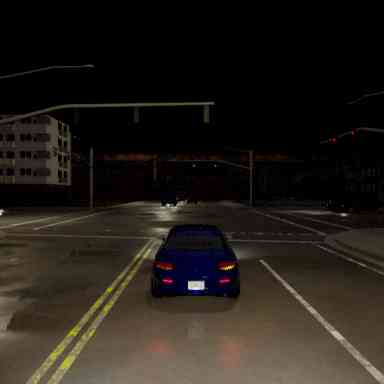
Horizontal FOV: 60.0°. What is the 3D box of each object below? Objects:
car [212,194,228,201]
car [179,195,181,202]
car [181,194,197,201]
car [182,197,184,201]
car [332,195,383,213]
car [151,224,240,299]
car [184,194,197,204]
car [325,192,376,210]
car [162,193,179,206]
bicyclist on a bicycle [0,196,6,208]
[{"bbox_3d":[7.525,1.355,88.256,4.553,1.767,2.097,0,0,-39],"label":"car"},{"bbox_3d":[-3.624,1.526,63.622,1.812,1.442,4.674,0,0,1],"label":"car"},{"bbox_3d":[-0.816,1.355,83.311,2.097,1.767,4.553,0,0,27],"label":"car"},{"bbox_3d":[-3.524,1.355,73.499,2.097,1.767,4.553,0,0,2],"label":"car"},{"bbox_3d":[17.510,1.342,34.087,5.008,1.535,1.882,-1,0,1],"label":"car"},{"bbox_3d":[0.077,1.526,8.324,1.812,1.442,4.674,0,0,0],"label":"car"},{"bbox_3d":[0.017,1.491,64.683,2.128,1.511,4.902,0,0,0],"label":"car"},{"bbox_3d":[18.095,1.082,37.584,5.566,2.045,2.150,-1,0,0],"label":"car"},{"bbox_3d":[-3.636,1.221,53.985,2.150,2.045,5.566,0,0,-1],"label":"car"},{"bbox_3d":[-25.479,1.300,44.831,0.582,1.620,1.656,0,0,0],"label":"bicyclist on a bicycle"}]
